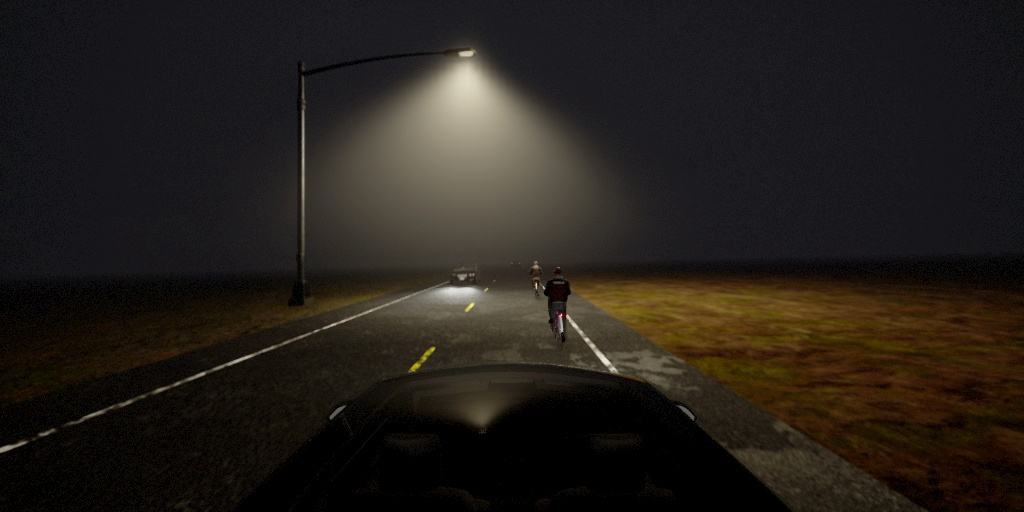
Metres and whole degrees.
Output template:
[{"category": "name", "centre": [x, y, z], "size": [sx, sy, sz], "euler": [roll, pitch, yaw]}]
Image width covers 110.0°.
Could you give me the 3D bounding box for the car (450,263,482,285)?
[{"category": "car", "centre": [-3.313, 1.247, 26.388], "size": [2.128, 1.511, 4.902], "euler": [0, 0, 1]}]

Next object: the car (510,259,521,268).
[{"category": "car", "centre": [0.622, 1.331, 61.713], "size": [2.033, 1.411, 5.357], "euler": [0, 0, 0]}]

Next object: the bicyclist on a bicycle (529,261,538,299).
[{"category": "bicyclist on a bicycle", "centre": [1.124, 1.124, 17.053], "size": [0.659, 1.776, 1.843], "euler": [0, 0, 1]}]

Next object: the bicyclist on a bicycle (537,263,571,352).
[{"category": "bicyclist on a bicycle", "centre": [1.009, 1.122, 8.083], "size": [0.659, 1.776, 1.843], "euler": [0, 0, 0]}]
